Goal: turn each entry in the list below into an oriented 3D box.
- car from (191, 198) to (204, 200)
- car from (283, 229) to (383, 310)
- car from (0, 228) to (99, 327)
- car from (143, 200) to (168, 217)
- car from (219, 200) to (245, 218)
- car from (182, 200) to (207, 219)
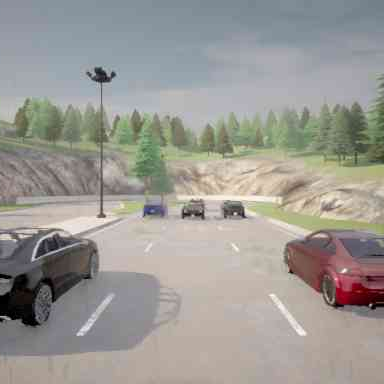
[{"bbox_3d":[0.727,1.491,41.323,2.128,1.511,4.902,0,0,7],"label":"car"},{"bbox_3d":[3.599,1.564,7.892,1.994,1.385,4.181,0,0,0],"label":"car"},{"bbox_3d":[-3.401,1.492,6.992,2.128,1.511,4.902,0,0,0],"label":"car"},{"bbox_3d":[-3.365,1.477,31.108,1.882,1.535,5.008,0,0,1],"label":"car"},{"bbox_3d":[3.612,1.506,29.833,1.837,1.490,4.892,0,0,1],"label":"car"},{"bbox_3d":[0.110,1.601,29.156,1.895,1.301,4.718,0,0,1],"label":"car"}]
